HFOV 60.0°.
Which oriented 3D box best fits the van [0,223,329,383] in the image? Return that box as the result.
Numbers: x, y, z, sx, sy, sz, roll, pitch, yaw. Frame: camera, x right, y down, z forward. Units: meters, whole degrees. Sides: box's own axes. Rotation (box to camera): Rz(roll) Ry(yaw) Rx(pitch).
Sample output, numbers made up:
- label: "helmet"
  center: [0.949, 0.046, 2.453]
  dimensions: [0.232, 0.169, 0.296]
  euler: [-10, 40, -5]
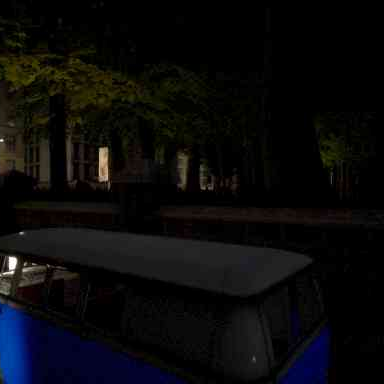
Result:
- label: "van"
  center: [-0.719, 1.341, 3.374]
  dimensions: [3.998, 1.788, 1.690]
  euler: [0, 0, 36]
